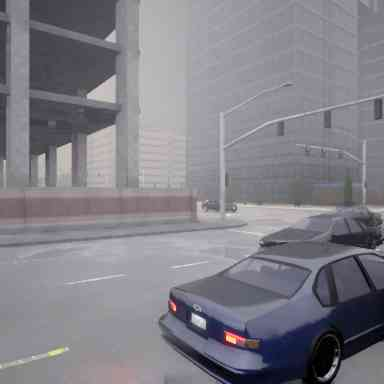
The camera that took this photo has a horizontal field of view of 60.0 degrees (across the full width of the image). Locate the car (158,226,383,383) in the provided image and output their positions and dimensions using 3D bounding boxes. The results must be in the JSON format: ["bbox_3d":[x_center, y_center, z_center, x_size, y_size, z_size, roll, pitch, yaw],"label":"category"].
[{"bbox_3d":[2.130,1.547,5.310,5.357,1.411,2.033,0,0,-35],"label":"car"}]

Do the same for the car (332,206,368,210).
[{"bbox_3d":[9.005,1.548,19.211,5.357,1.411,2.033,0,0,-37],"label":"car"}]

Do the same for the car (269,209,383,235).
[{"bbox_3d":[4.724,1.547,11.700,5.357,1.411,2.033,0,0,-36],"label":"car"}]

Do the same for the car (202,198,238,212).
[{"bbox_3d":[3.053,1.505,37.394,1.837,1.490,4.892,0,0,-36],"label":"car"}]
